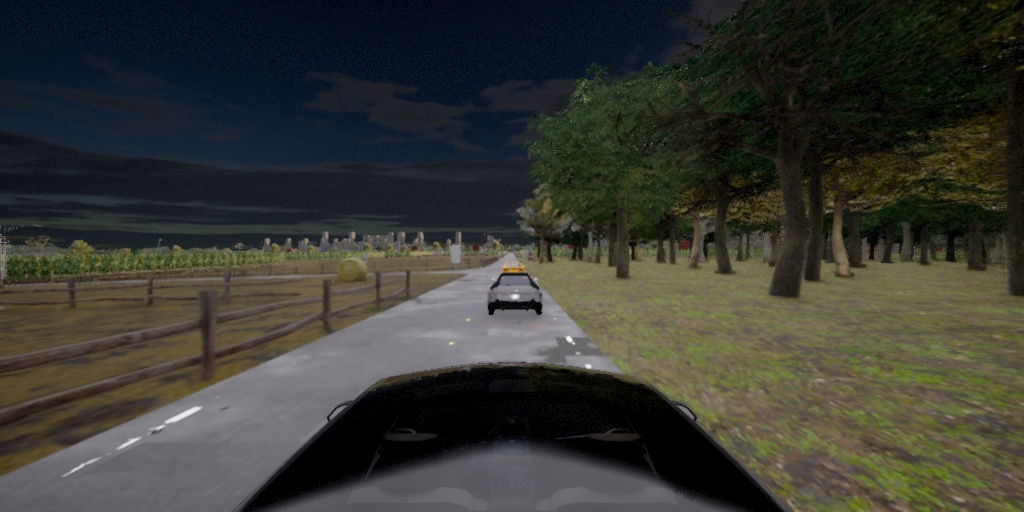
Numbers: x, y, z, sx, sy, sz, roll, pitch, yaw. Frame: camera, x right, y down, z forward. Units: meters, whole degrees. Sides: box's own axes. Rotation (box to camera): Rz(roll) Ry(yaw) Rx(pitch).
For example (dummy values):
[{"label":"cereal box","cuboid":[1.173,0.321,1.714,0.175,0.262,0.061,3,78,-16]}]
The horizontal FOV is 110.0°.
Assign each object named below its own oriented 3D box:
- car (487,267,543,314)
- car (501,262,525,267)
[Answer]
[{"label":"car","cuboid":[0.104,1.317,13.927,1.994,1.385,4.181,0,0,0]},{"label":"car","cuboid":[0.102,1.222,30.082,1.882,1.535,5.008,0,0,0]}]
